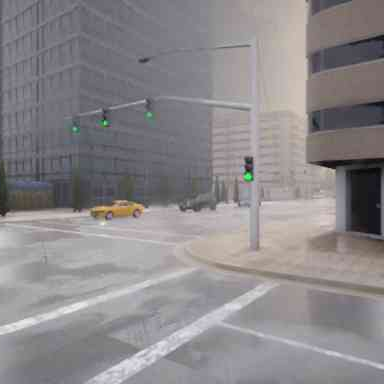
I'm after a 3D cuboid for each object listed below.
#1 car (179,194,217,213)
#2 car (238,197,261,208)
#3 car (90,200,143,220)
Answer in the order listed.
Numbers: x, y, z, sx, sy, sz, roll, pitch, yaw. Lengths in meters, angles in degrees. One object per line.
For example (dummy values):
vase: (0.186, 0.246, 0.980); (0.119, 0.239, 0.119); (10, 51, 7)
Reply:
car: (0.774, 1.237, 38.526); (2.150, 2.045, 5.566); (0, 0, 36)
car: (8.473, 1.509, 49.090); (2.128, 1.511, 4.902); (0, 0, 36)
car: (-6.408, 1.496, 28.630); (1.882, 1.535, 5.008); (0, 0, 36)
